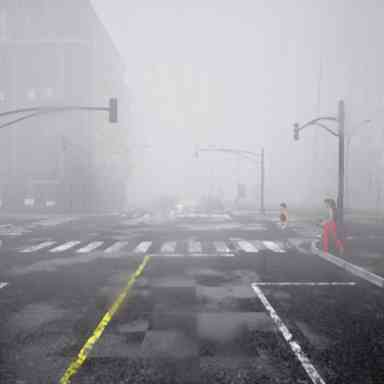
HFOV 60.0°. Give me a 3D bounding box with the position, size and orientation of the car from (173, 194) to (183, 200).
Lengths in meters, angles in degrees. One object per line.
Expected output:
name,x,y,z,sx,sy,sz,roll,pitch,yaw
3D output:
car,-3.083,1.067,73.198,1.994,1.385,4.181,0,0,0

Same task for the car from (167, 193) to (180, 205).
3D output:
car,-3.138,1.282,57.835,2.097,1.767,4.553,0,0,0

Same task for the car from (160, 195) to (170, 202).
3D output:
car,-5.783,1.447,71.927,1.887,1.381,4.507,-1,0,0

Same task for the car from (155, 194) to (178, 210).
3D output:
car,-3.140,1.436,41.558,1.882,1.535,5.008,0,0,0

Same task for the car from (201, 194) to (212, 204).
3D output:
car,2.595,1.395,43.740,1.967,1.590,4.097,-1,0,0

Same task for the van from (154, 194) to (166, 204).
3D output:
van,-5.773,1.267,60.635,1.690,1.788,3.998,-1,0,0

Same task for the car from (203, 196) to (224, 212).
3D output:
car,2.603,1.508,38.094,1.887,1.381,4.507,-1,0,0

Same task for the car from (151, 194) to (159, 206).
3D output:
car,-5.763,1.502,54.989,1.947,1.339,4.313,-1,0,0

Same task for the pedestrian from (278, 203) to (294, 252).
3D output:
pedestrian,3.463,1.286,12.440,0.375,1.860,0.375,-1,1,0

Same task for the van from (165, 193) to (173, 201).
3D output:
van,-5.798,1.216,83.220,1.690,1.788,3.998,-1,0,0

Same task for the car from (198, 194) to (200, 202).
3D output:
car,2.577,1.470,60.678,1.887,1.381,4.507,-1,0,0

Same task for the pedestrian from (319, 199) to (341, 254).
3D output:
pedestrian,4.658,1.135,11.239,0.375,1.860,0.375,-1,1,0

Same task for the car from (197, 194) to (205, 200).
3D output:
car,2.575,1.284,94.553,1.967,1.590,4.097,-1,0,0

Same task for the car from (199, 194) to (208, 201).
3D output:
car,2.563,1.329,77.615,1.967,1.590,4.097,-1,0,0

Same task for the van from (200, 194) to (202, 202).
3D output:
van,2.581,1.277,55.032,1.690,1.788,3.998,-1,0,0
